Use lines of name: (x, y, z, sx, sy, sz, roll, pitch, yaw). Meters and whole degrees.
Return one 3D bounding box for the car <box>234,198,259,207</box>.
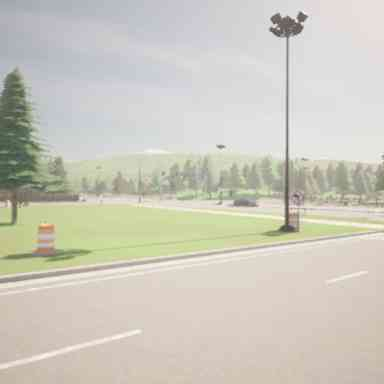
car: (9.026, 1.736, 55.116, 2.128, 1.511, 4.902, 0, 0, -34)
